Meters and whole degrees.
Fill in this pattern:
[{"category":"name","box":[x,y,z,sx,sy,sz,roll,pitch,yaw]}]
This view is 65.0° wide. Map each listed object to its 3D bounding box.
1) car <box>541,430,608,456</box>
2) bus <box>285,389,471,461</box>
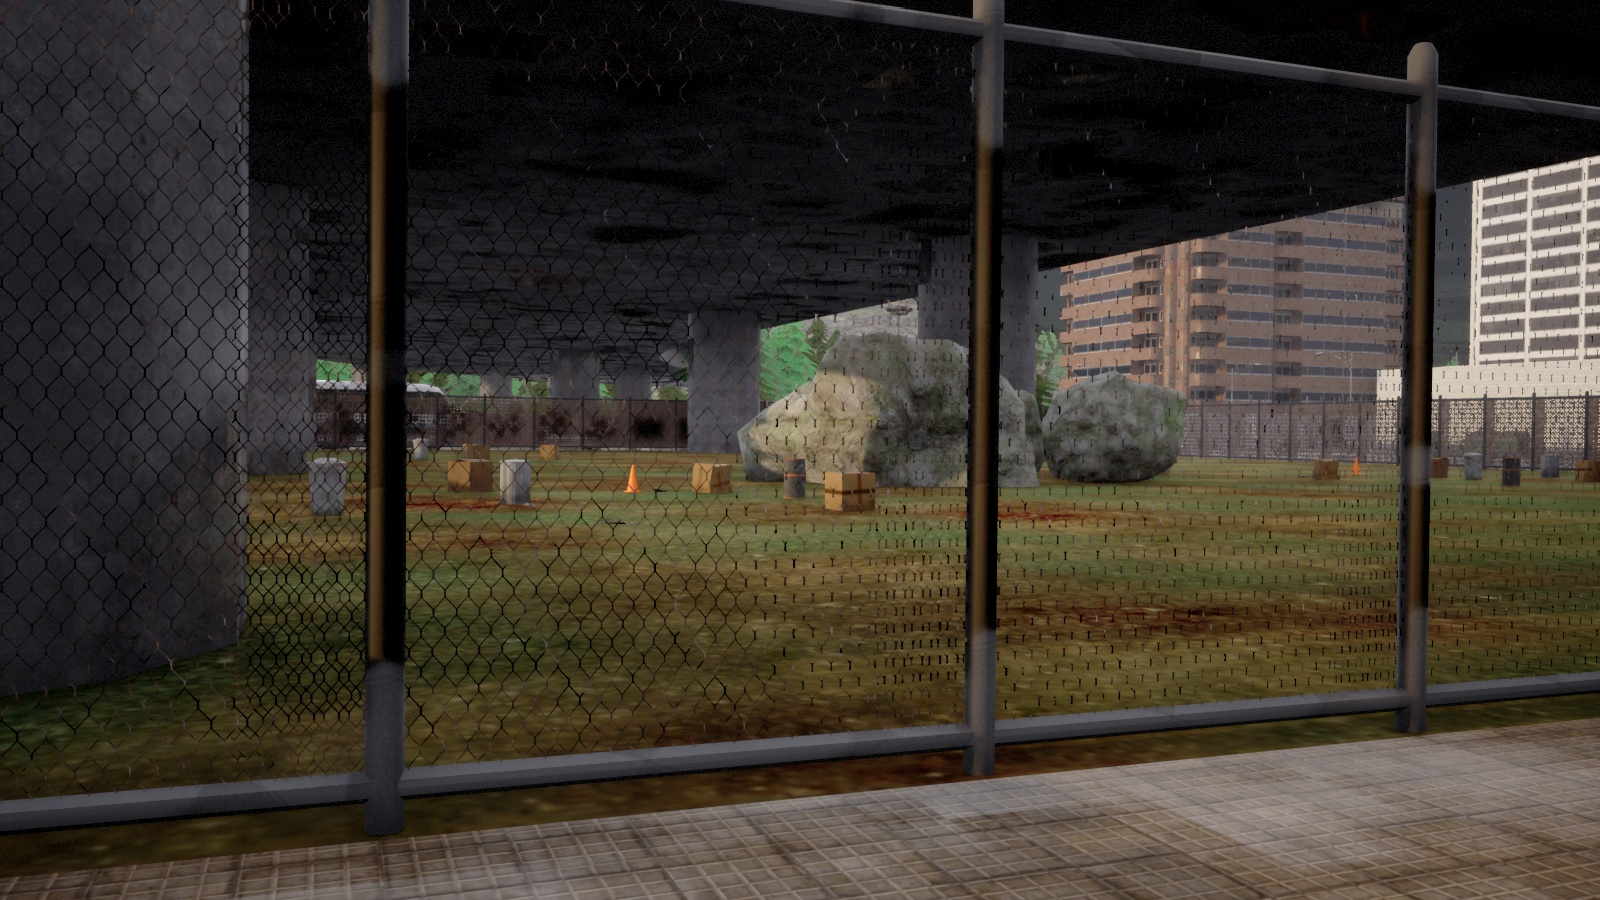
[{"category":"car","box":[-14.456,-0.457,80.478,3.988,1.617,1.851,-1,1,-21]},{"category":"bus","box":[-26.386,-1.576,78.837,10.273,4.253,3.944,-1,1,-38]}]
